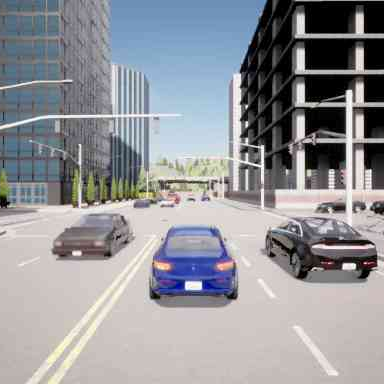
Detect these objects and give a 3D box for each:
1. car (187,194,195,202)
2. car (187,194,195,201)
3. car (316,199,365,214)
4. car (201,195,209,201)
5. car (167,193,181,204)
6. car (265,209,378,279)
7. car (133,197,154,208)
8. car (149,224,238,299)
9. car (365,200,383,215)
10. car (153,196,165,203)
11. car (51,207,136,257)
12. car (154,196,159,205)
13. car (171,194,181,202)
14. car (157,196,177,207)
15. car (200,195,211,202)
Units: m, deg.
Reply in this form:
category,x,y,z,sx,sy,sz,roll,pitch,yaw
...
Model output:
category,x,y,z,sx,sy,sz,roll,pitch,yaw
car,-0.151,1.601,78.250,1.895,1.301,4.718,0,0,0
car,-0.168,1.348,86.953,2.097,1.767,4.553,0,0,0
car,15.516,1.440,34.629,4.902,1.511,2.128,0,0,0
car,3.332,1.492,86.989,1.837,1.490,4.892,0,0,0
car,-3.682,1.230,62.428,2.150,2.045,5.566,0,0,0
car,3.560,1.493,10.036,2.128,1.511,4.902,0,0,-1
car,-7.189,1.569,48.223,1.994,1.385,4.181,0,0,0
car,0.044,1.527,8.313,1.812,1.442,4.674,0,0,0
car,19.762,1.169,31.140,5.566,2.045,2.150,0,0,0
car,-7.141,1.547,73.028,2.033,1.411,5.357,0,0,0
car,-3.626,1.549,13.136,2.033,1.411,5.357,0,0,0
car,-7.195,1.607,58.407,1.895,1.301,4.718,0,0,0
car,-3.646,1.363,75.530,2.097,1.767,4.553,0,0,0
car,-3.693,1.606,50.351,1.895,1.301,4.718,0,0,0
car,3.349,1.530,77.914,1.812,1.442,4.674,0,0,0
